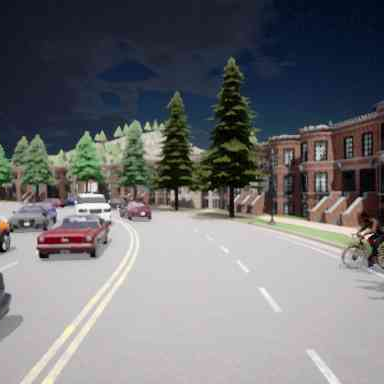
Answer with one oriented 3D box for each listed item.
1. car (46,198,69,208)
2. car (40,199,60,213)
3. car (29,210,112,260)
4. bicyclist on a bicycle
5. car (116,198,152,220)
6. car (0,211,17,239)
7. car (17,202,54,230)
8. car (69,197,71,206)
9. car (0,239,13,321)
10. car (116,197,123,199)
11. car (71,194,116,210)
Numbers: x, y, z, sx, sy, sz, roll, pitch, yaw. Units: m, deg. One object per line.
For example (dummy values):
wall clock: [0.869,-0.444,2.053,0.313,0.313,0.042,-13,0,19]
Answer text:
car: [-18.998,1.467,44.840,4.181,1.385,1.994,0,0,37]
car: [-10.925,1.475,24.292,1.812,1.442,4.674,0,0,-25]
car: [-4.299,1.573,12.666,1.895,1.301,4.718,0,0,-8]
bicyclist on a bicycle: [5.043,1.386,9.369,1.656,1.620,0.582,0,0,-2]
car: [-4.643,1.467,27.080,1.812,1.442,4.674,0,0,-24]
car: [-7.622,1.329,10.416,2.097,1.767,4.553,0,0,-6]
car: [-9.439,1.522,19.550,1.994,1.385,4.181,0,0,-20]
car: [-16.403,1.250,47.163,4.553,1.767,2.097,0,0,39]
car: [-3.671,1.541,2.852,2.033,1.411,5.357,0,0,-2]
car: [-8.558,1.419,39.593,1.837,1.490,4.892,0,0,-39]
car: [-6.999,1.171,23.263,2.150,2.045,5.566,0,0,-22]
